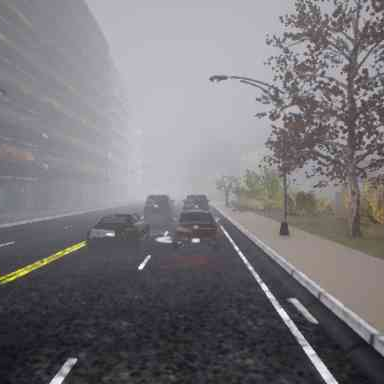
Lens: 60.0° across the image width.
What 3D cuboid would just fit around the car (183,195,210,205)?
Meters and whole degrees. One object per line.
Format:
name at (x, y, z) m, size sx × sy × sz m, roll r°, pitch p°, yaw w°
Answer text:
car at (0.402, 1.262, 29.560) m, size 2.150 × 2.045 × 5.566 m, roll 0°, pitch 0°, yaw 1°

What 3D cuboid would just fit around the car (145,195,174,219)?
car at (-2.848, 1.261, 29.609) m, size 2.150 × 2.045 × 5.566 m, roll 0°, pitch 0°, yaw 1°

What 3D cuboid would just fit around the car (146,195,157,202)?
car at (-9.241, 1.427, 75.889) m, size 1.882 × 1.535 × 5.008 m, roll 0°, pitch 0°, yaw -1°

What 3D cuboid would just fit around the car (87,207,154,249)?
car at (-3.073, 1.572, 14.580) m, size 1.994 × 1.385 × 4.181 m, roll 0°, pitch 0°, yaw 1°

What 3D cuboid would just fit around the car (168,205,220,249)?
car at (0.176, 1.517, 14.532) m, size 1.837 × 1.490 × 4.892 m, roll 0°, pitch 0°, yaw 1°

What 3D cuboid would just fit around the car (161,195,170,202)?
car at (-5.992, 1.472, 75.992) m, size 1.812 × 1.442 × 4.674 m, roll 0°, pitch 0°, yaw -1°
